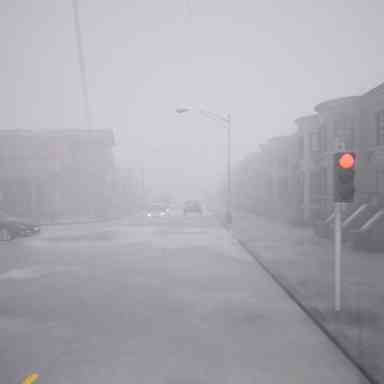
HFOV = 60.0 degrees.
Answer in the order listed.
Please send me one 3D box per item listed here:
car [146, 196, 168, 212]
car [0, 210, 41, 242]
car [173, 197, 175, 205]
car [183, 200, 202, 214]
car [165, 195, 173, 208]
[{"bbox_3d":[-4.147,1.524,39.413,1.812,1.442,4.674,0,0,-1],"label":"car"},{"bbox_3d":[-9.721,1.504,15.704,4.892,1.490,1.837,0,0,1],"label":"car"},{"bbox_3d":[-4.127,1.350,58.392,2.097,1.767,4.553,0,0,0],"label":"car"},{"bbox_3d":[0.073,1.546,34.939,2.033,1.411,5.357,0,0,0],"label":"car"},{"bbox_3d":[-4.146,1.503,48.599,1.837,1.490,4.892,0,0,0],"label":"car"}]
